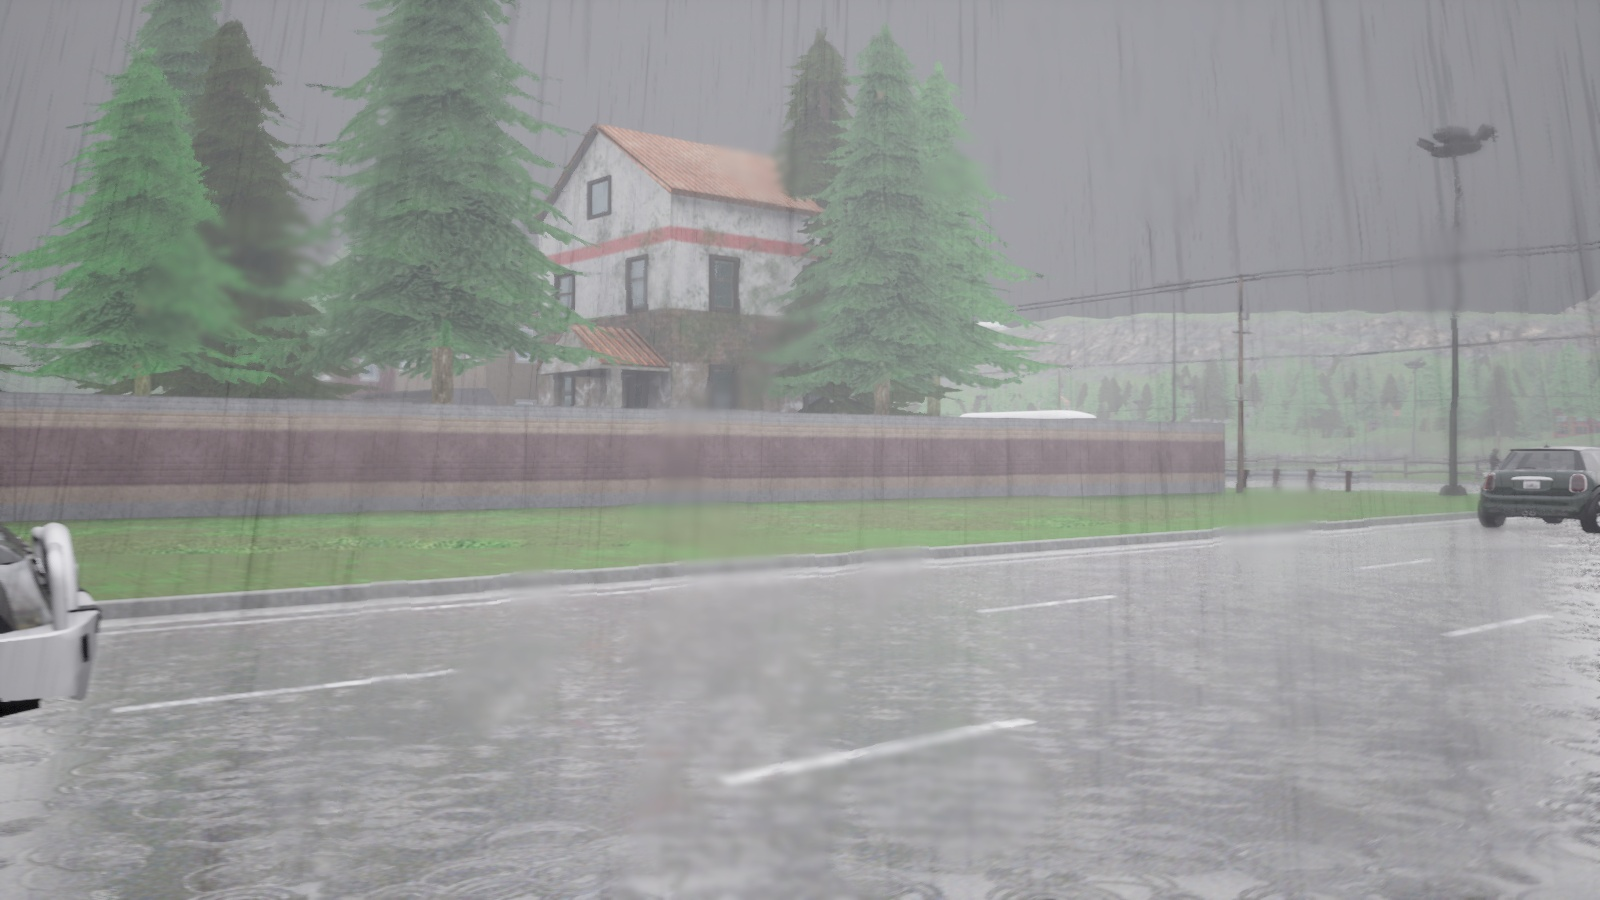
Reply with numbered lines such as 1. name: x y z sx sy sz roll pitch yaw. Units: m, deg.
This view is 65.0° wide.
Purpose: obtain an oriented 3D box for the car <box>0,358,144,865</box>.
1. car: -4.987 0.589 4.391 4.605 1.855 1.932 0 0 -33

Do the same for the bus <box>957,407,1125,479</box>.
1. bus: 15.110 -0.417 79.599 3.944 4.253 10.273 0 0 -39

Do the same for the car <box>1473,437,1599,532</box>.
1. car: 15.788 0.644 25.540 4.553 1.767 2.097 0 0 -39

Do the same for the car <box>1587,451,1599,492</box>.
1. car: 30.777 0.774 45.349 3.806 1.475 1.970 0 0 38
